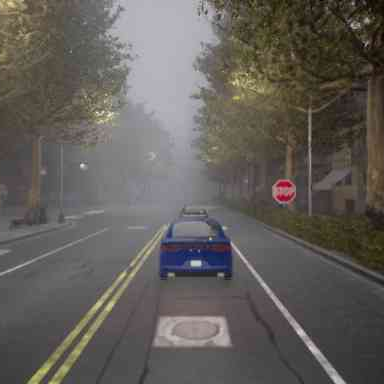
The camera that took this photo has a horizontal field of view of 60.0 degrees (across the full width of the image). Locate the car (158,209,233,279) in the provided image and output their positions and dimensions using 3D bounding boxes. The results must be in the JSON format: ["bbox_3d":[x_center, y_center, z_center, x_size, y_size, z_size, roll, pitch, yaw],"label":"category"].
[{"bbox_3d":[0.097,1.496,10.120,1.882,1.535,5.008,0,0,0],"label":"car"}]

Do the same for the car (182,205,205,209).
[{"bbox_3d":[0.091,1.529,20.701,2.128,1.511,4.902,0,0,0],"label":"car"}]
